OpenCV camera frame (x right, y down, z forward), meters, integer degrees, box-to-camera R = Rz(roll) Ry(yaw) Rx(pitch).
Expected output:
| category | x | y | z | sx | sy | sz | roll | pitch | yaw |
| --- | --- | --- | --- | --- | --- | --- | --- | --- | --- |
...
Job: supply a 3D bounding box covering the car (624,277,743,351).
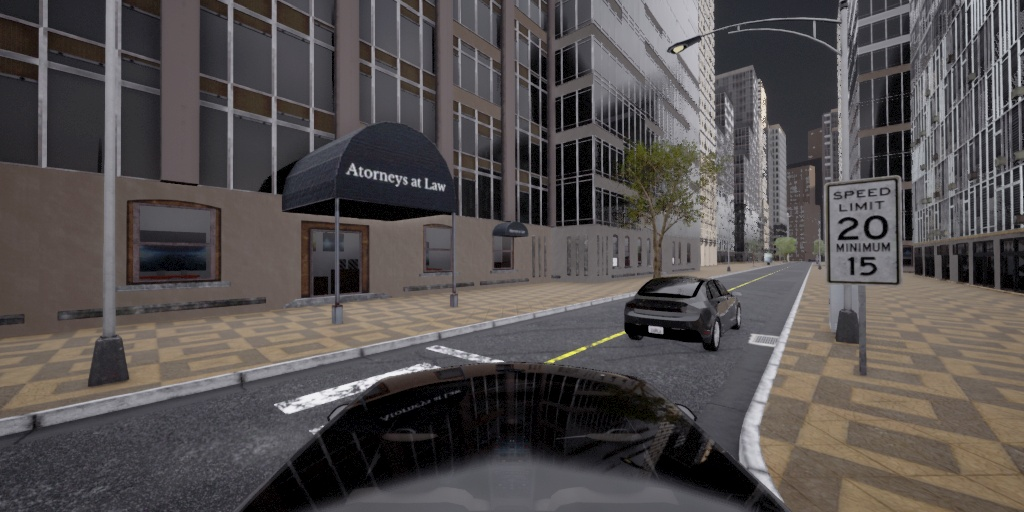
| category | x | y | z | sx | sy | sz | roll | pitch | yaw |
| --- | --- | --- | --- | --- | --- | --- | --- | --- | --- |
| car | 4.488 | 1.257 | 9.145 | 1.837 | 1.490 | 4.892 | -1 | 0 | 40 |
